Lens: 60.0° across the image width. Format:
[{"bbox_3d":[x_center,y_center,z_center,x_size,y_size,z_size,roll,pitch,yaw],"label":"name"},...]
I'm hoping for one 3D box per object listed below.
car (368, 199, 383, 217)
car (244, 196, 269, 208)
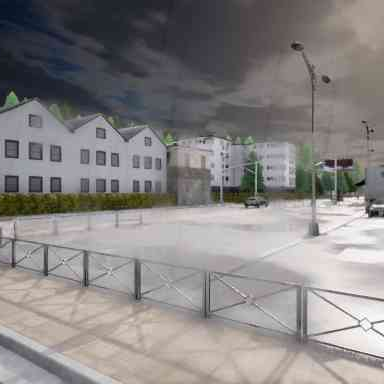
[{"bbox_3d":[15.469,1.298,26.777,2.007,1.523,4.514,0,0,35],"label":"car"},{"bbox_3d":[8.467,1.300,43.461,2.128,1.511,4.902,0,0,33],"label":"car"}]
